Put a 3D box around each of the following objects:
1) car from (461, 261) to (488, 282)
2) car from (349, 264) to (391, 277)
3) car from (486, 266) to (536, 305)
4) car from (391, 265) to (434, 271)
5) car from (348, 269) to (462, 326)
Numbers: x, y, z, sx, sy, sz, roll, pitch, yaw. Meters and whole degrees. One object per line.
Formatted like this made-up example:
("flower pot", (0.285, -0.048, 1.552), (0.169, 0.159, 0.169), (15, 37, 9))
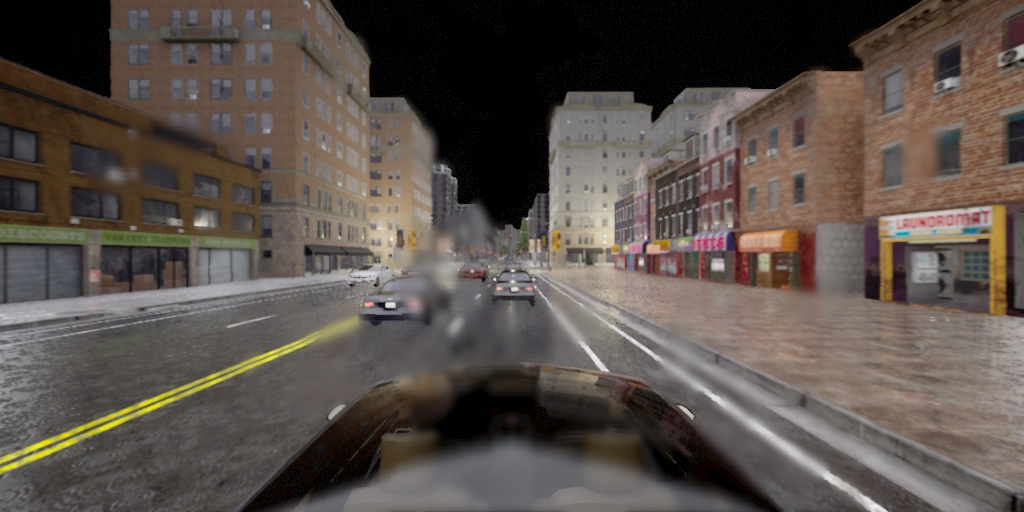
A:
("car", (-3.133, 1.214, 30.389), (2.097, 1.767, 4.553), (0, 0, 0))
("car", (-9.735, 1.283, 25.211), (1.812, 1.442, 4.674), (0, 0, 0))
("car", (0.108, 1.350, 16.447), (2.033, 1.411, 5.357), (0, 0, 0))
("car", (-6.485, 1.368, 25.208), (2.128, 1.511, 4.902), (0, 0, 0))
("car", (-3.146, 1.332, 11.834), (2.033, 1.411, 5.357), (0, 0, 0))
